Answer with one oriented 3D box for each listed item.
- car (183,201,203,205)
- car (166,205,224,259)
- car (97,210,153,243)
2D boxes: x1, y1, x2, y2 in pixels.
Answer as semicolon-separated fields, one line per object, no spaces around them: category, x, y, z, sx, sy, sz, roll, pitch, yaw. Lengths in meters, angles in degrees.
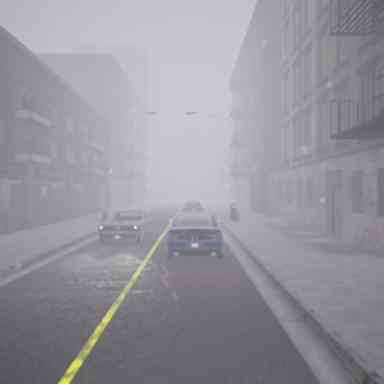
car;0.104;1.497;31.479;1.994;1.385;4.181;0;0;0
car;0.101;1.452;12.525;1.882;1.535;5.008;0;0;0
car;-3.098;1.568;16.105;1.895;1.301;4.718;0;0;0
